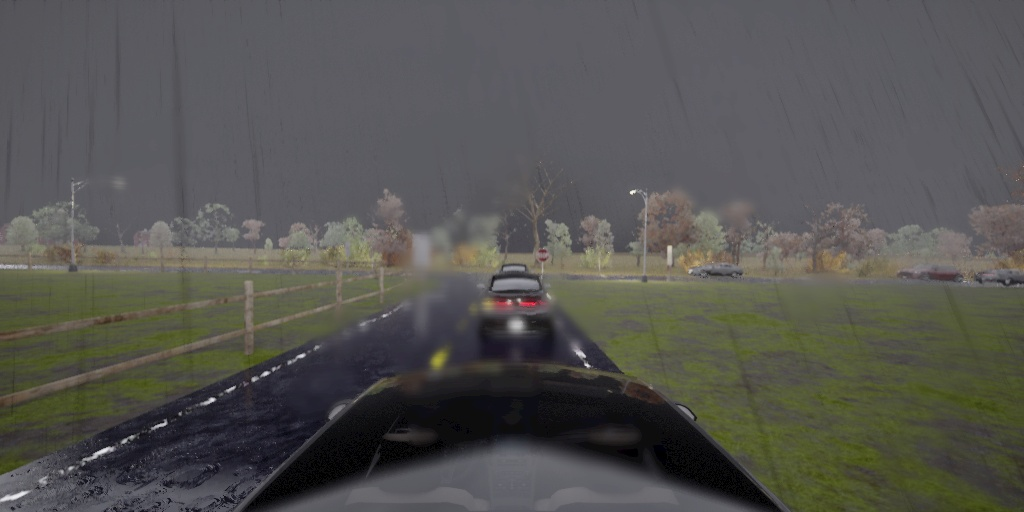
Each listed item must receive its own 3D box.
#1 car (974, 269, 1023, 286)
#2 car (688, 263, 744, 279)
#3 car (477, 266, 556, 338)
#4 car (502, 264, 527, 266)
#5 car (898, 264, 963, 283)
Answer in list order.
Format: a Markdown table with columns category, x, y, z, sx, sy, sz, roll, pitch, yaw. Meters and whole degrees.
| category | x | y | z | sx | sy | sz | roll | pitch | yaw |
| --- | --- | --- | --- | --- | --- | --- | --- | --- | --- |
| car | 44.322 | 1.884 | 31.830 | 4.902 | 1.511 | 2.128 | 1 | 1 | 1 |
| car | 19.722 | 1.391 | 34.772 | 4.902 | 1.511 | 2.128 | 1 | 1 | 0 |
| car | 0.100 | 1.201 | 9.972 | 1.837 | 1.490 | 4.892 | 0 | 0 | 0 |
| car | 0.144 | 1.143 | 19.137 | 1.837 | 1.490 | 4.892 | 0 | 0 | 2 |
| car | 40.394 | 1.613 | 34.700 | 4.553 | 1.767 | 2.097 | 1 | 1 | 0 |
